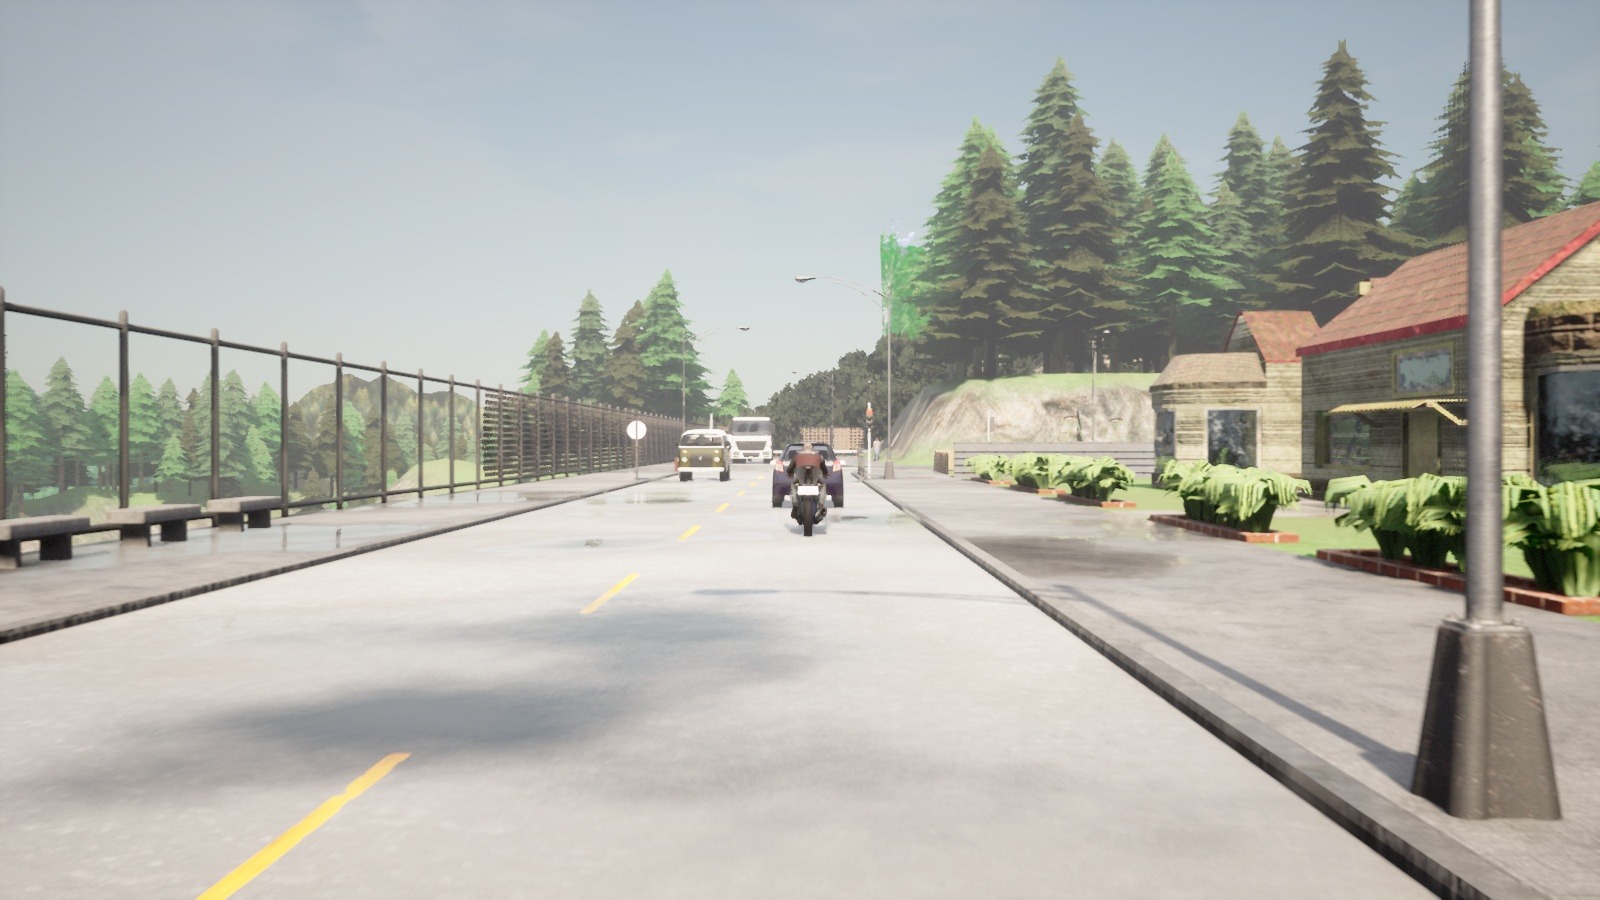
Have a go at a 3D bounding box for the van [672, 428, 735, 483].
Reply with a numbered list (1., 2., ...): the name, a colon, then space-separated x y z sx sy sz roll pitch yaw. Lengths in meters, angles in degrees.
1. van: -3.697 0.192 48.801 2.069 2.038 4.480 0 0 0

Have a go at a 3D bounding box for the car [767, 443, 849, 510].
1. car: 0.189 0.590 30.039 1.845 1.501 3.633 0 0 0

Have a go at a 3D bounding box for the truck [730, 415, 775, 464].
1. truck: -3.429 -0.759 92.469 2.891 3.462 7.936 0 0 0

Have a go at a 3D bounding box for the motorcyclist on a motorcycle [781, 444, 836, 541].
1. motorcyclist on a motorcycle: 0.134 0.664 20.854 0.866 1.530 2.191 0 0 0
